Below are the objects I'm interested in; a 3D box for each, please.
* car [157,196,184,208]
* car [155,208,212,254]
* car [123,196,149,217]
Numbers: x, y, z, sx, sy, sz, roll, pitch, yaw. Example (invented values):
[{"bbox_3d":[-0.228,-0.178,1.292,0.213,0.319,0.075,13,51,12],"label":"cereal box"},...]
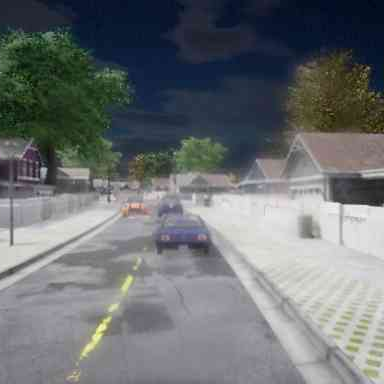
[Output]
[{"bbox_3d":[-1.936,1.170,29.101,2.097,1.767,4.553,0,0,-7],"label":"car"},{"bbox_3d":[-0.388,1.516,13.067,1.895,1.301,4.718,0,0,-3],"label":"car"},{"bbox_3d":[-4.924,1.170,29.317,2.097,1.767,4.553,0,0,-8],"label":"car"}]
